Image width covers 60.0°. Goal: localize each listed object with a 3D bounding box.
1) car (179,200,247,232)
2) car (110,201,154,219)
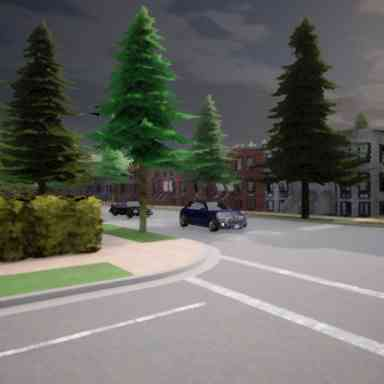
[{"bbox_3d":[1.157,1.264,19.596,2.097,1.767,4.553,0,0,-34],"label":"car"},{"bbox_3d":[-5.320,1.460,28.561,2.033,1.411,5.357,0,0,-36],"label":"car"}]
